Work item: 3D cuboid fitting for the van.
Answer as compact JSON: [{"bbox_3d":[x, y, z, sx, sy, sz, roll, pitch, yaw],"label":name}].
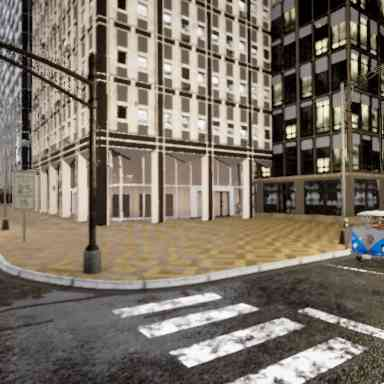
[{"bbox_3d":[7.206,1.530,11.693,3.998,1.788,1.690,1,-2,-35],"label":"van"}]
